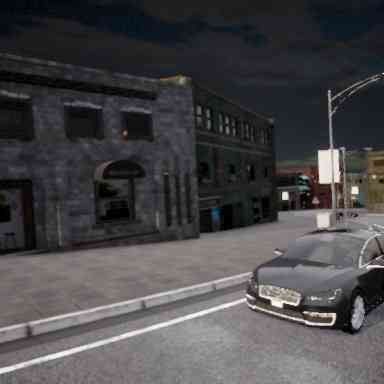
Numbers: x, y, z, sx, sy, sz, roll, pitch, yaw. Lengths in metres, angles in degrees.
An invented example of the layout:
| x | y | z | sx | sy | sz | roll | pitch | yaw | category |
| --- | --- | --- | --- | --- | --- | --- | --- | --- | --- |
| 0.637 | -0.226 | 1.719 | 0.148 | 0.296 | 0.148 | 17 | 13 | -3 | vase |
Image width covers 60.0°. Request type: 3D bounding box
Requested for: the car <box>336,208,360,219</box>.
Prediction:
| x | y | z | sx | sy | sz | roll | pitch | yaw | category |
| --- | --- | --- | --- | --- | --- | --- | --- | --- | --- |
| 21.636 | 2.973 | 46.837 | 2.033 | 1.411 | 5.357 | -3 | -3 | 4 | car |

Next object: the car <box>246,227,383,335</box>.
| x | y | z | sx | sy | sz | roll | pitch | yaw | category |
| --- | --- | --- | --- | --- | --- | --- | --- | --- | --- |
| 3.099 | 1.568 | 7.026 | 4.892 | 1.490 | 1.837 | 1 | -1 | -44 | car |
